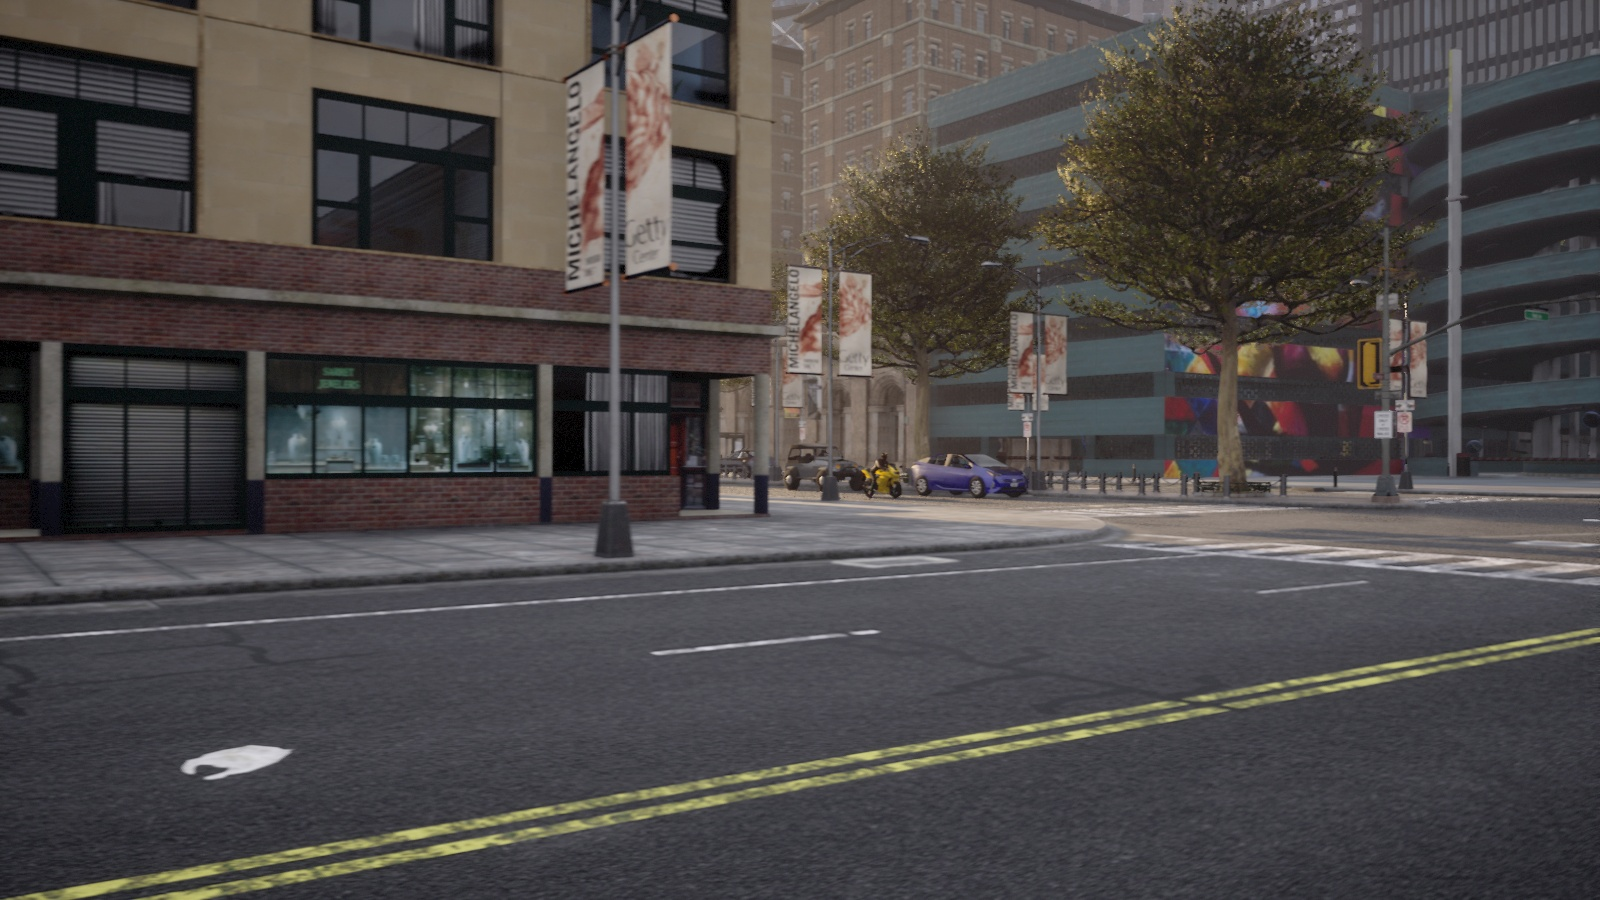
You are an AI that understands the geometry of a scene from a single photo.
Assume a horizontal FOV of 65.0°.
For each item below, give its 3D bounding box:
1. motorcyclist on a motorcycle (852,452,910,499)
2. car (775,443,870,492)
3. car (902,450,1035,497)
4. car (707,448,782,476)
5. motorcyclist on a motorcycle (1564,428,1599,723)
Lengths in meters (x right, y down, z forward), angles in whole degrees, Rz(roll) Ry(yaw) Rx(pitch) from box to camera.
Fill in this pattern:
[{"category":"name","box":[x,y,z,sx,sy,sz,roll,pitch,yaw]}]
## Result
[{"category":"motorcyclist on a motorcycle","box":[2.652,0.823,41.394,0.797,1.523,2.044,0,0,-35]},{"category":"car","box":[0.843,0.662,50.069,1.905,1.878,3.866,0,0,-34]},{"category":"car","box":[5.719,0.785,43.201,2.007,1.525,4.514,0,0,-35]},{"category":"car","box":[-3.419,0.717,76.149,2.152,1.651,5.027,0,0,-35]},{"category":"motorcyclist on a motorcycle","box":[5.535,0.702,7.512,2.350,1.649,0.766,0,0,-35]}]
